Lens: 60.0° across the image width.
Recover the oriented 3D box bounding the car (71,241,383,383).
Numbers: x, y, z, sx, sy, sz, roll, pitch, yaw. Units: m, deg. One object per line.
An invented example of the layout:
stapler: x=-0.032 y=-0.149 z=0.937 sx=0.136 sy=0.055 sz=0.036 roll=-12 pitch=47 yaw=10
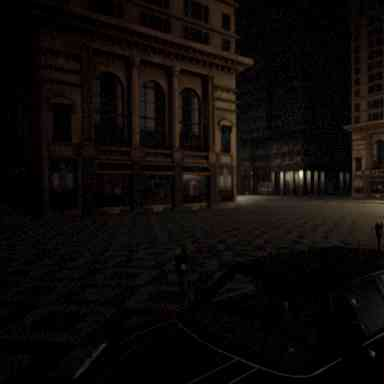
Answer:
car: x=0.915 y=1.400 z=3.186 sx=4.097 sy=1.590 sz=1.967 roll=-1 pitch=1 yaw=-35
